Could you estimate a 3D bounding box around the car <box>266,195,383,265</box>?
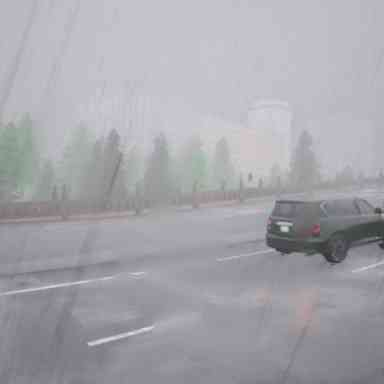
[{"bbox_3d":[5.033,1.116,11.685,5.566,2.045,2.150,-3,2,-35],"label":"car"}]
